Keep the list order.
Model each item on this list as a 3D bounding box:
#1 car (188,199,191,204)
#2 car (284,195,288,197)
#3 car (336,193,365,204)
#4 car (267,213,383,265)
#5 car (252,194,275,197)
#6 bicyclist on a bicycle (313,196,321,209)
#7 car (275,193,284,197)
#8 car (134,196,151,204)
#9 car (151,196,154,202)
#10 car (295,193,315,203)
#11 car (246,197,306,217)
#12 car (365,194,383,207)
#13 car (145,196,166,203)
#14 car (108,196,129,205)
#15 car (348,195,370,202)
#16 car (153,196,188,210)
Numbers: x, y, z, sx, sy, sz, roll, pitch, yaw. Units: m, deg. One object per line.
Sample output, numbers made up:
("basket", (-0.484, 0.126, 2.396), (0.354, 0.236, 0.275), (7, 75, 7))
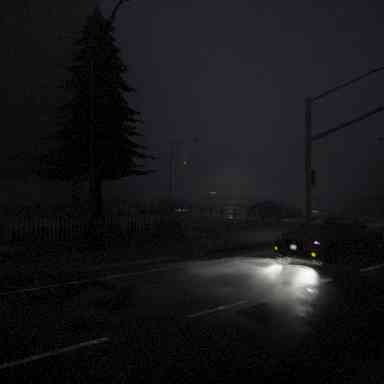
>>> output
("car", (-2.087, 1.564, 60.749), (1.994, 1.385, 4.181), (0, 0, -35))
("car", (21.363, 1.153, 81.327), (1.932, 1.855, 4.605), (0, 0, -36))
("car", (34.641, 1.153, 72.308), (1.932, 1.855, 4.605), (0, 0, -36))
("car", (4.853, 1.564, 11.704), (4.181, 1.385, 1.994), (0, 0, -35))
("car", (16.855, 1.395, 78.041), (1.970, 1.475, 3.806), (0, 0, -36))
("bicyclist on a bicycle", (15.931, 1.302, 42.301), (1.656, 1.620, 0.582), (0, 0, -36))
("car", (19.210, 1.364, 79.725), (1.784, 1.438, 3.905), (0, 0, -36))
("car", (-9.866, 1.564, 65.615), (1.994, 1.385, 4.181), (0, 0, -36))
("car", (-4.679, 1.491, 58.438), (2.128, 1.511, 4.902), (0, 0, -36))
("car", (20.951, 1.395, 62.403), (1.970, 1.475, 3.806), (0, 0, -36))
("car", (7.334, 1.478, 29.456), (1.882, 1.535, 5.008), (0, 0, -36))
("car", (26.528, 1.153, 44.983), (1.932, 1.855, 4.605), (0, 0, -36))
("car", (-7.536, 1.547, 68.216), (2.033, 1.411, 5.357), (0, 0, -36))
("car", (-12.811, 1.458, 57.578), (2.033, 1.411, 5.357), (0, 0, -36))
("car", (37.034, 1.364, 73.941), (1.784, 1.438, 3.905), (0, 0, -36))
("car", (-2.864, 1.564, 43.617), (1.994, 1.385, 4.181), (0, 0, -36))
